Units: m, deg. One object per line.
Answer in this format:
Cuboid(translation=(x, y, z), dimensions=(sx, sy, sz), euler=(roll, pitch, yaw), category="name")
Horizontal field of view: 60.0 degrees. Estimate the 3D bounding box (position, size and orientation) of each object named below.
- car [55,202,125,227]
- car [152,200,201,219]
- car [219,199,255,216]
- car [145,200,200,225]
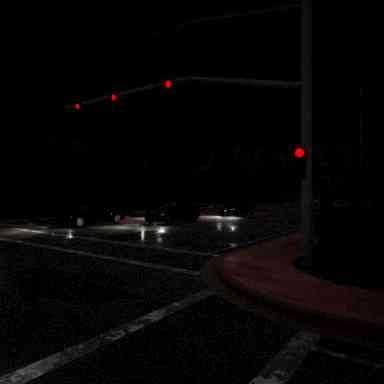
Cuboid(translation=(-6.874, 1.478, 22.913), dimensions=(1.882, 1.535, 5.008), euler=(0, 0, 36), category="car")
Cuboid(translation=(-1.342, 1.505, 30.627), dimensions=(1.837, 1.490, 4.892), euler=(0, 0, 36), category="car")
Cuboid(translation=(4.503, 1.505, 32.741), dimensions=(1.837, 1.490, 4.892), euler=(0, 0, 36), category="car")
Cuboid(translation=(-1.358, 1.478, 24.603), dimensions=(1.882, 1.535, 5.008), euler=(0, 0, 36), category="car")
